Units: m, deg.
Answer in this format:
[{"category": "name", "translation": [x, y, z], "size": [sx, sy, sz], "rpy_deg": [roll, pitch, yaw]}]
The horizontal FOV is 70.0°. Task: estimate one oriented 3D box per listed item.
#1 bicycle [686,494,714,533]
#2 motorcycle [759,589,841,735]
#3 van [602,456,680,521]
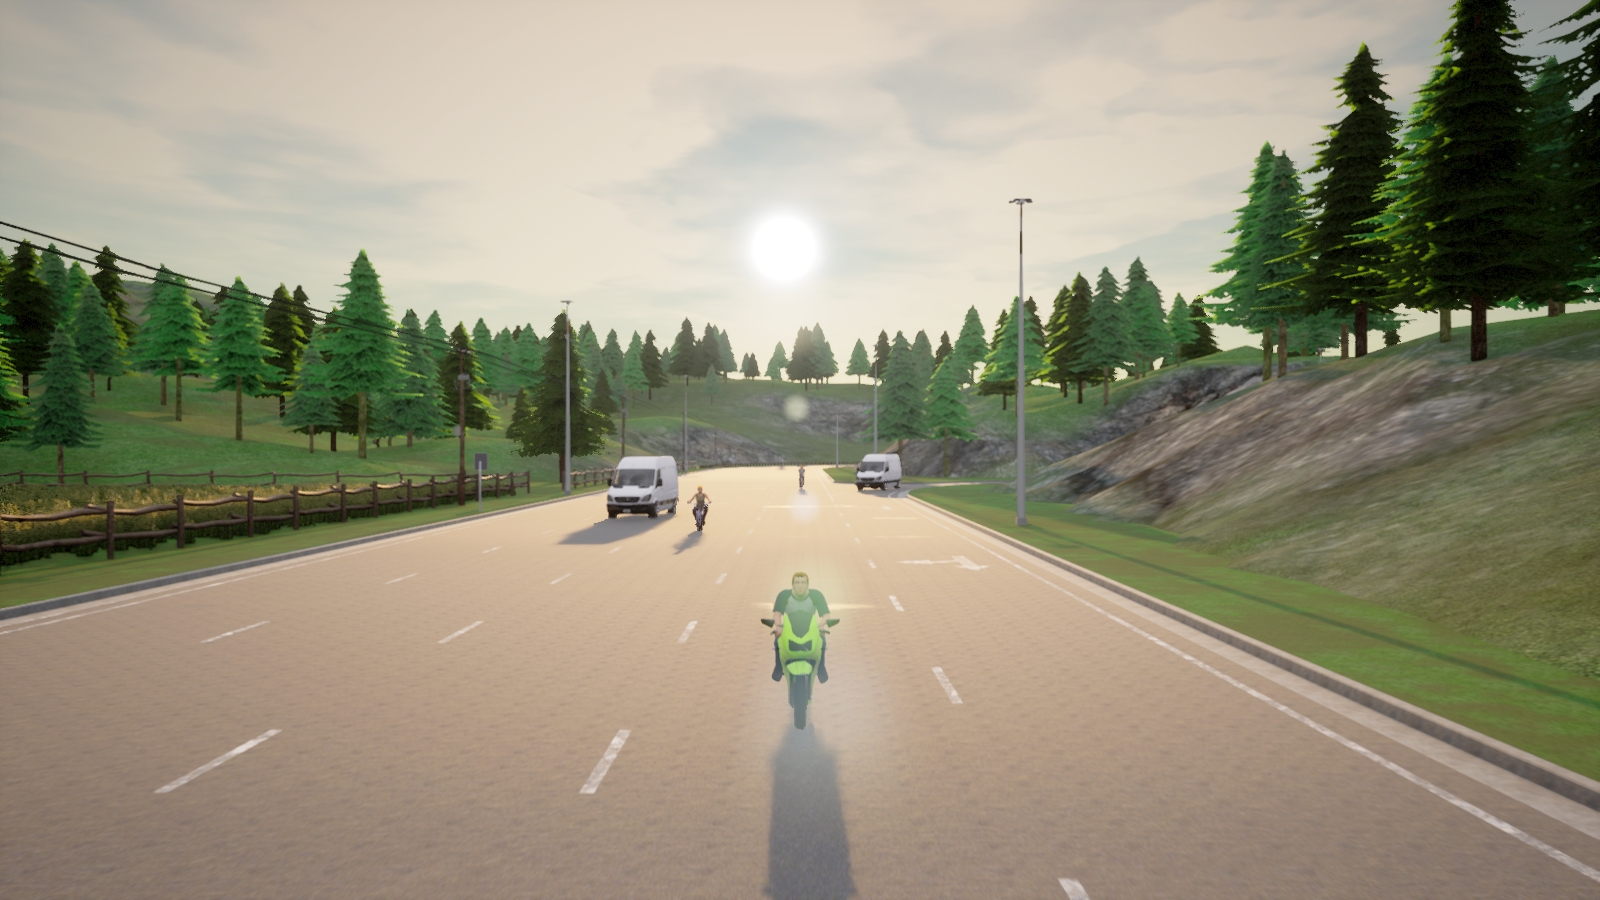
[{"category": "bicycle", "translation": [-3.451, 2.180, 39.487], "size": [0.859, 1.277, 1.487], "rpy_deg": [0, 0, 0]}, {"category": "motorcycle", "translation": [0.004, 2.195, 12.184], "size": [0.803, 1.199, 2.033], "rpy_deg": [0, -1, 0]}, {"category": "van", "translation": [-6.642, 1.561, 48.461], "size": [1.988, 2.561, 5.915], "rpy_deg": [0, 0, 5]}]
